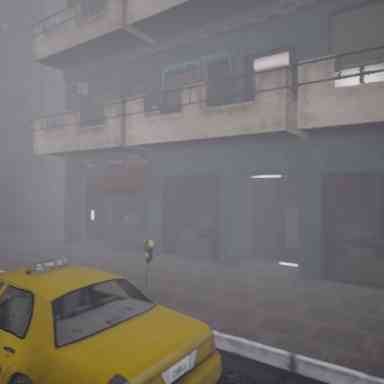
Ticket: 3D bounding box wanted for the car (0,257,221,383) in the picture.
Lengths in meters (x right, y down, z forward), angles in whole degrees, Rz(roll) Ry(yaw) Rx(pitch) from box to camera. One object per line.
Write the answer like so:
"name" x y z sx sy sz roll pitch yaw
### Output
"car" -1.988 1.523 4.279 4.829 1.417 1.752 0 1 36
